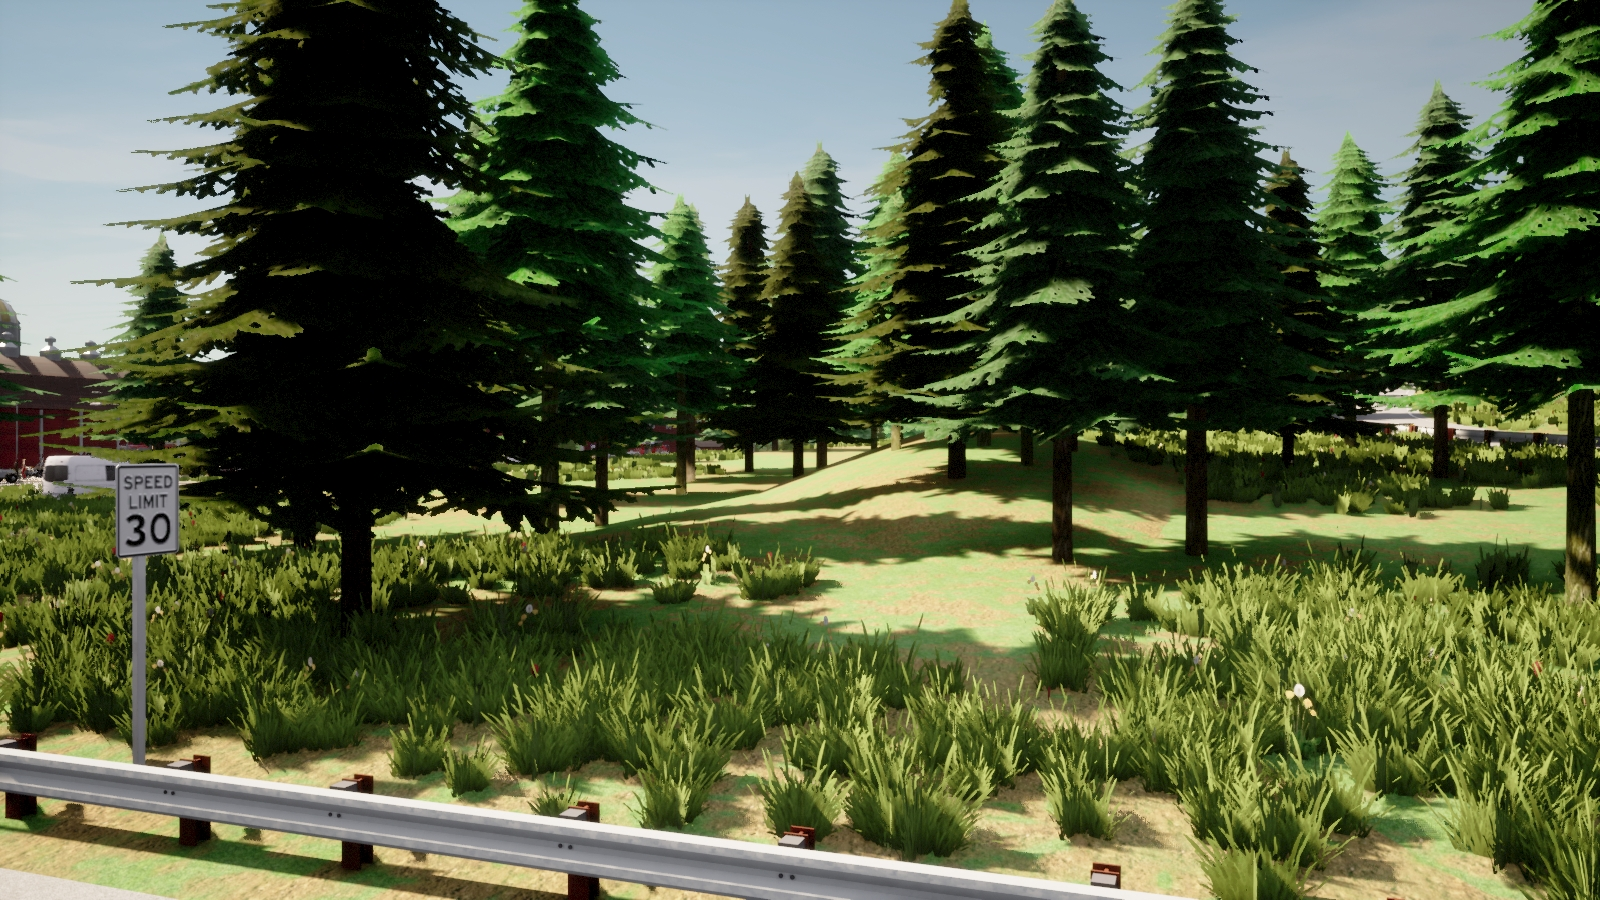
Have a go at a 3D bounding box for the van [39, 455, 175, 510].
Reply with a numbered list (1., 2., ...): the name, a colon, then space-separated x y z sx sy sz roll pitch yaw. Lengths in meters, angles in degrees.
1. van: -34.588 1.538 57.233 1.988 2.561 5.915 0 0 19
